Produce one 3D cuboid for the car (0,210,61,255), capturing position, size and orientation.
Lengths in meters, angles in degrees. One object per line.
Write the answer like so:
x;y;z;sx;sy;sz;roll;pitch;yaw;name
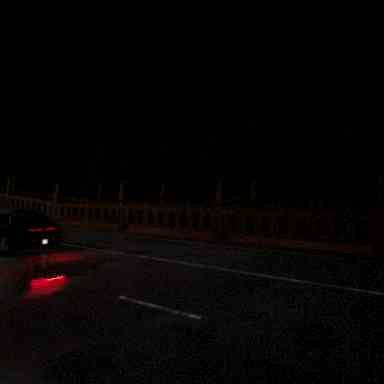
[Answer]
-7.262;1.482;13.383;4.892;1.490;1.837;1;1;36;car
